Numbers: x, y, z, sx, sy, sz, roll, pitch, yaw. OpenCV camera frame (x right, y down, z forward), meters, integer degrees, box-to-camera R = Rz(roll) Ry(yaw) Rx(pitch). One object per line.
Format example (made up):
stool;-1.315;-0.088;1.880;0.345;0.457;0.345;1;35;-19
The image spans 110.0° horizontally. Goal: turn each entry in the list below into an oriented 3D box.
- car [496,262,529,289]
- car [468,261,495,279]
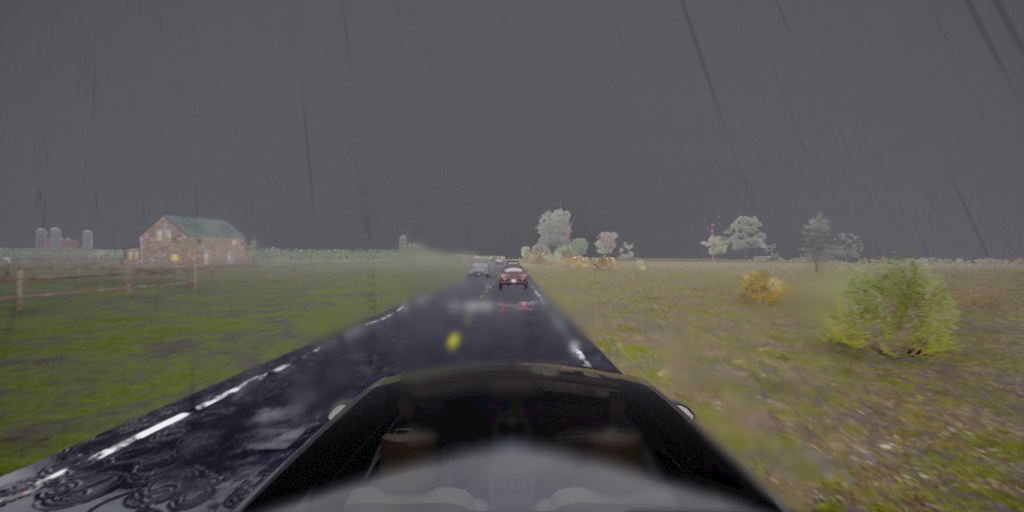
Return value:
car;0.105;1.305;23.416;1.812;1.442;4.674;0;0;0
car;-2.837;1.310;32.922;1.837;1.490;4.892;0;0;0
